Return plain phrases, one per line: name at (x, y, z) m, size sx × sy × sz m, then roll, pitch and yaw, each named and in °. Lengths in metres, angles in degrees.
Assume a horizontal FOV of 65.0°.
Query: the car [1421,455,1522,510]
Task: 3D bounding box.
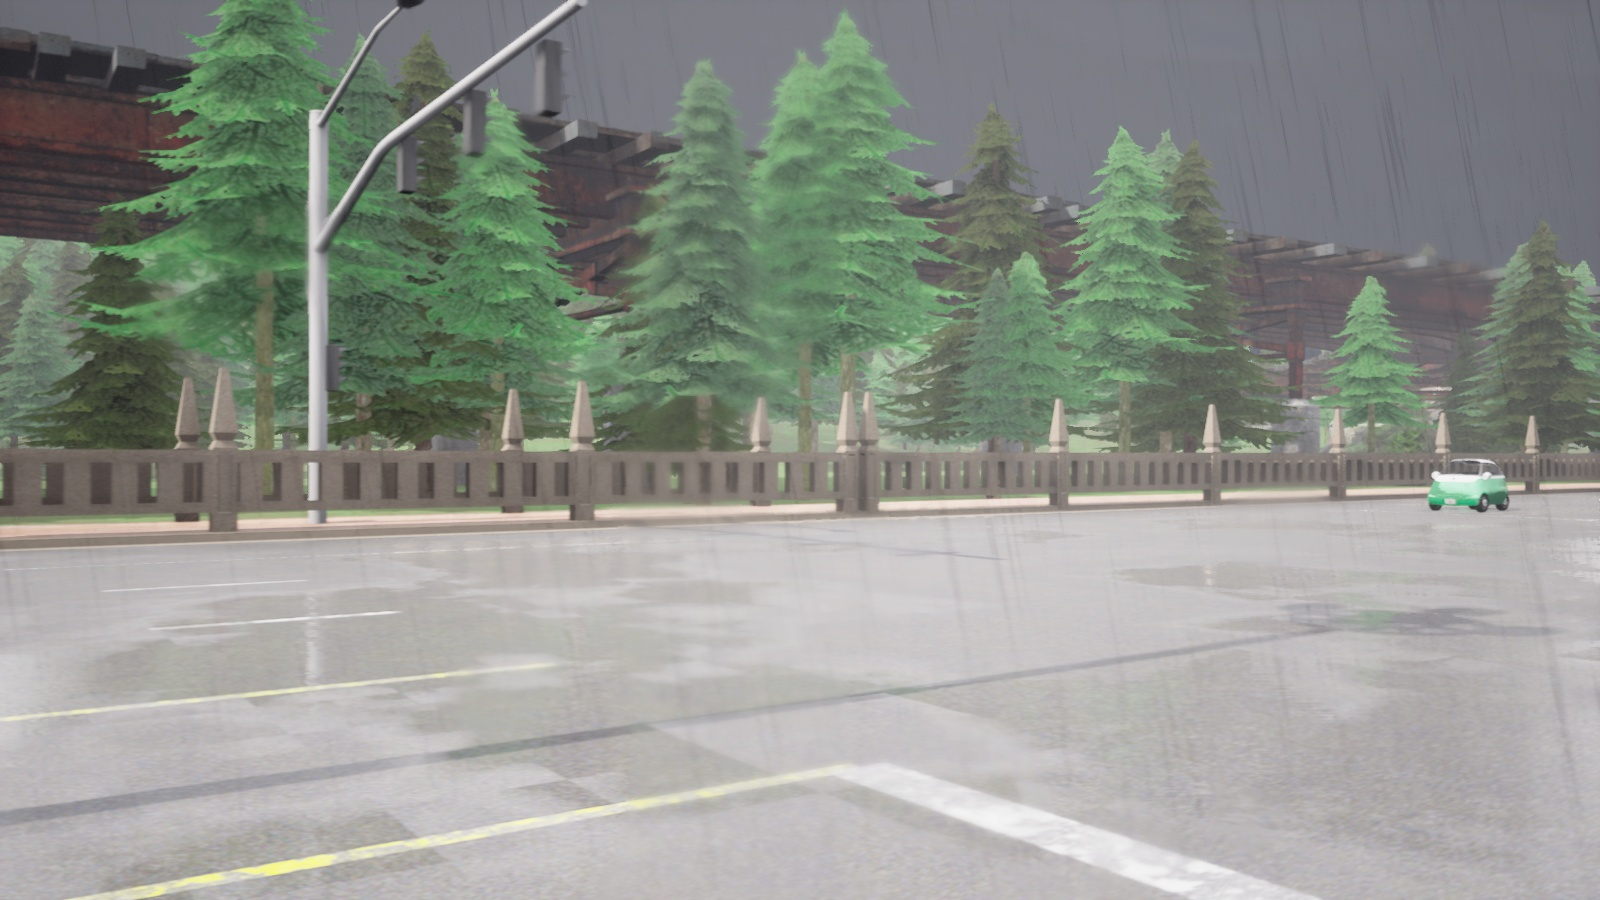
car at (17.647, 0.830, 33.003) m, size 2.207 × 1.376 × 1.481 m, roll 0°, pitch 0°, yaw -35°
